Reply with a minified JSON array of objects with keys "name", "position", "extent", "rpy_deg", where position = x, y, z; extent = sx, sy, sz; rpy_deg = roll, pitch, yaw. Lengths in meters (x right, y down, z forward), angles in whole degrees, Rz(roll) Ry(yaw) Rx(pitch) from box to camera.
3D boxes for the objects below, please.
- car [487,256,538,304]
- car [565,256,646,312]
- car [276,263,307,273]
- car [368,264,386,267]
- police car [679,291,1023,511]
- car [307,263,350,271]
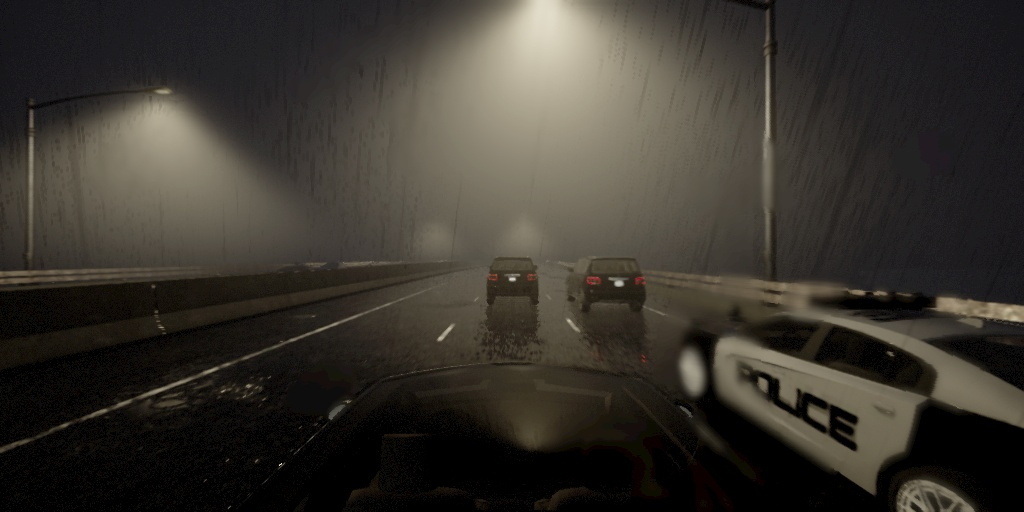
[{"name":"car","position":[0.054,1.014,16.879],"extent":[2.150,2.045,5.566],"rpy_deg":[0,0,1]},{"name":"car","position":[3.545,1.008,14.502],"extent":[2.150,2.045,5.566],"rpy_deg":[0,0,0]},{"name":"car","position":[-20.728,1.396,34.660],"extent":[1.994,1.385,4.181],"rpy_deg":[0,0,2]},{"name":"car","position":[-13.697,1.441,35.741],"extent":[1.895,1.301,4.718],"rpy_deg":[0,0,2]},{"name":"police car","position":[3.496,1.182,3.658],"extent":[1.930,1.638,5.238],"rpy_deg":[0,0,0]},{"name":"car","position":[-17.229,1.359,34.583],"extent":[1.812,1.442,4.674],"rpy_deg":[0,0,2]}]
